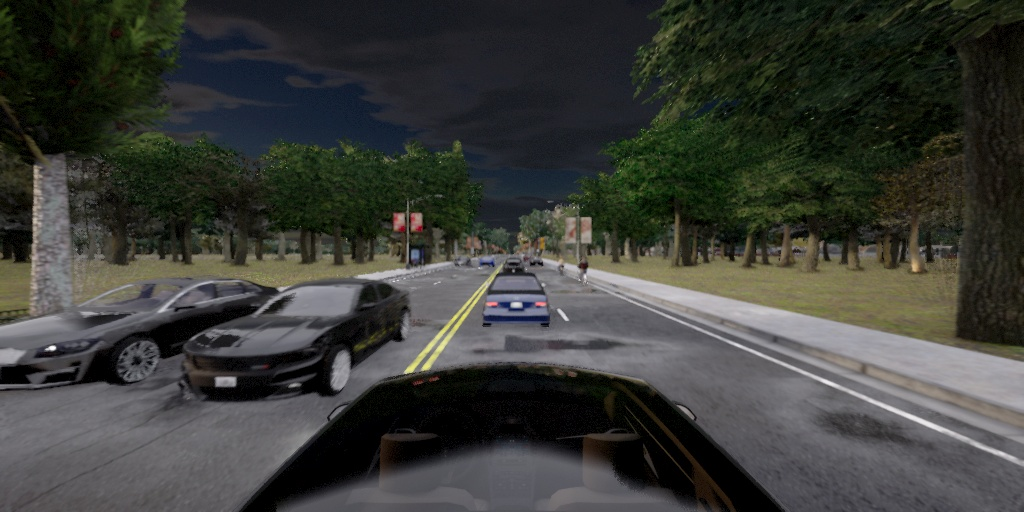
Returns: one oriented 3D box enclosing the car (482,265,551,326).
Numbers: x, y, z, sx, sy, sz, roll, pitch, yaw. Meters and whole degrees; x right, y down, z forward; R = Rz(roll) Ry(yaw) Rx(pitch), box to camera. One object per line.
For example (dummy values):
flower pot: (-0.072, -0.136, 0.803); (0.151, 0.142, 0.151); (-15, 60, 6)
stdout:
car: (0.107, 1.192, 11.108); (2.033, 1.411, 5.357); (0, 1, 0)

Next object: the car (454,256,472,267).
car: (-6.535, 0.723, 47.979); (2.128, 1.511, 4.902); (0, 1, 0)

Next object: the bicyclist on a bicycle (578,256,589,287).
bicyclist on a bicycle: (4.161, 0.905, 20.989); (0.659, 1.776, 1.843); (0, 1, 0)

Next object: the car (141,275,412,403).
car: (-3.346, 1.171, 6.687); (1.882, 1.535, 5.008); (0, 1, 0)

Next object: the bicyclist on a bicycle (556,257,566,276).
bicyclist on a bicycle: (4.189, 0.865, 30.498); (0.866, 1.612, 1.509); (0, 1, 0)

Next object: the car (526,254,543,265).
car: (3.397, 0.796, 51.566); (1.895, 1.301, 4.718); (0, 1, 0)

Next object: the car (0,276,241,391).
car: (-6.596, 1.181, 6.948); (2.128, 1.511, 4.902); (0, 1, 0)

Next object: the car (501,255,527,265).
car: (0.127, 0.920, 31.562); (1.837, 1.490, 4.892); (0, 1, 0)

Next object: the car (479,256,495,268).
car: (-3.286, 0.711, 47.920); (1.882, 1.535, 5.008); (0, 1, 0)
